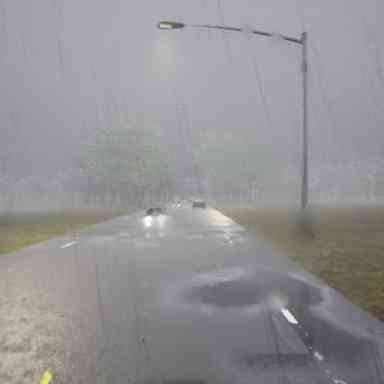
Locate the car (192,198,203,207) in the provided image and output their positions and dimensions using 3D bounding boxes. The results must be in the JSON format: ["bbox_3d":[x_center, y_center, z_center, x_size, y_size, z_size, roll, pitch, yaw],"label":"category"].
[{"bbox_3d":[1.012,1.894,59.526,1.837,1.490,4.892,0,-1,0],"label":"car"}]

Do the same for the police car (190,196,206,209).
[{"bbox_3d":[1.019,1.702,49.637,1.930,1.638,5.238,0,-1,0],"label":"police car"}]

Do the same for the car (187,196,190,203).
[{"bbox_3d":[-0.053,1.928,82.640,2.097,1.767,4.553,0,-1,0],"label":"car"}]

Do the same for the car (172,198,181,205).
[{"bbox_3d":[-3.549,2.074,76.054,2.128,1.511,4.902,0,-1,0],"label":"car"}]

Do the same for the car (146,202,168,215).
[{"bbox_3d":[-3.616,1.721,34.946,1.895,1.301,4.718,0,-1,0],"label":"car"}]
